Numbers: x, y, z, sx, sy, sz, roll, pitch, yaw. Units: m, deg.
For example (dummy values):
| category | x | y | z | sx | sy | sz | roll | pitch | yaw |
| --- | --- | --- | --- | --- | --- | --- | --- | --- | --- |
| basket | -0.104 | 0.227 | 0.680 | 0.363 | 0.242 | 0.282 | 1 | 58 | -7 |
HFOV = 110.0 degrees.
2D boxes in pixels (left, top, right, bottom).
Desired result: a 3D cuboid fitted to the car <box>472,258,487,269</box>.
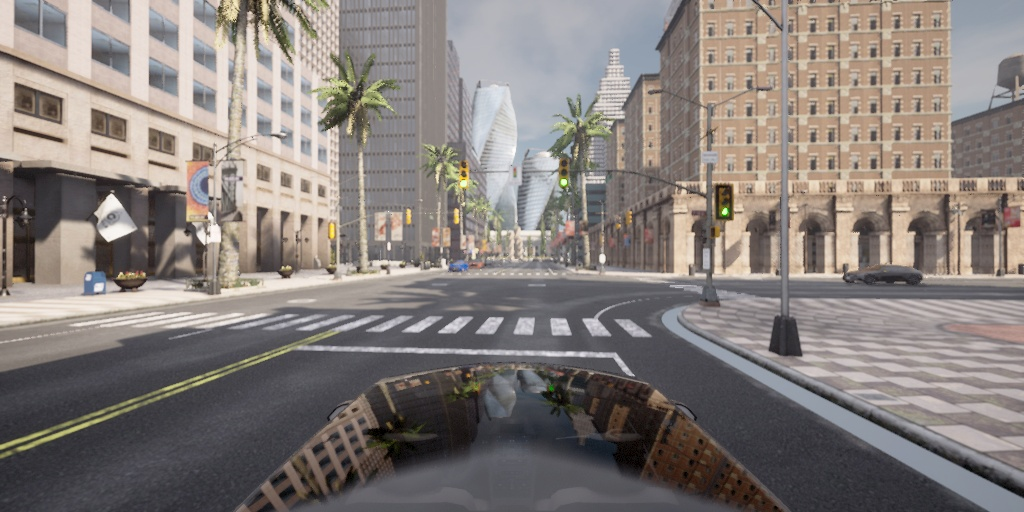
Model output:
| category | x | y | z | sx | sy | sz | roll | pitch | yaw |
| --- | --- | --- | --- | --- | --- | --- | --- | --- | --- |
| car | -6.010 | 1.294 | 60.235 | 2.097 | 1.767 | 4.553 | 0 | 0 | 4 |

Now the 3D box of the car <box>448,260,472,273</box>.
| category | x | y | z | sx | sy | sz | roll | pitch | yaw |
| --- | --- | --- | --- | --- | --- | --- | --- | --- | --- |
| car | -7.095 | 1.378 | 47.825 | 1.882 | 1.535 | 5.008 | 0 | 0 | 5 |

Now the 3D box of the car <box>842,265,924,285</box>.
| category | x | y | z | sx | sy | sz | roll | pitch | yaw |
| --- | --- | --- | --- | --- | --- | --- | --- | --- | --- |
| car | 27.193 | 1.371 | 26.351 | 4.674 | 1.442 | 1.812 | 0 | 0 | 4 |
